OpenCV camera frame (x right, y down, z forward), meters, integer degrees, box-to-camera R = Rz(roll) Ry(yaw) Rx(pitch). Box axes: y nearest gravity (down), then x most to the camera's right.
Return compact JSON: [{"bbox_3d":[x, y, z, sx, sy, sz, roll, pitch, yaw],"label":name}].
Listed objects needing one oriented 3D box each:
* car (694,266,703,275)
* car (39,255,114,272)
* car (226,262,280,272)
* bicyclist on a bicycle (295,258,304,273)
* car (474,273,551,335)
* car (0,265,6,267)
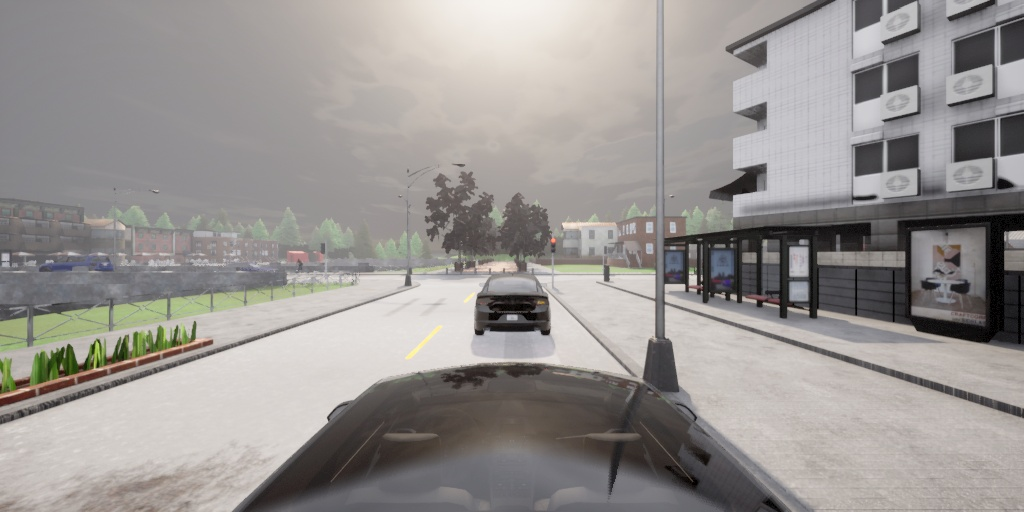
[{"bbox_3d":[20.349,1.313,35.417,4.181,1.385,1.994,0,0,0],"label":"car"},{"bbox_3d":[-42.686,0.971,35.231,5.566,2.045,2.150,0,0,0],"label":"car"},{"bbox_3d":[-22.766,1.275,31.177,4.674,1.442,1.812,0,0,0],"label":"car"},{"bbox_3d":[-23.462,1.098,39.554,0.582,1.620,1.656,0,0,0],"label":"bicyclist on a bicycle"},{"bbox_3d":[0.025,1.228,10.502,1.882,1.535,5.008,0,0,0],"label":"car"},{"bbox_3d":[-45.762,1.314,31.165,4.181,1.385,1.994,0,0,0],"label":"car"}]
